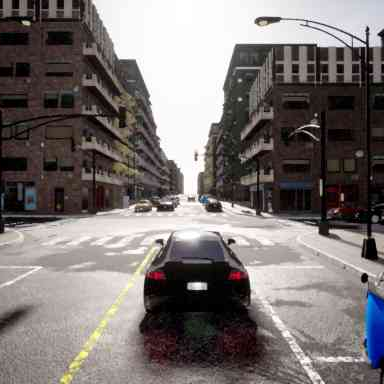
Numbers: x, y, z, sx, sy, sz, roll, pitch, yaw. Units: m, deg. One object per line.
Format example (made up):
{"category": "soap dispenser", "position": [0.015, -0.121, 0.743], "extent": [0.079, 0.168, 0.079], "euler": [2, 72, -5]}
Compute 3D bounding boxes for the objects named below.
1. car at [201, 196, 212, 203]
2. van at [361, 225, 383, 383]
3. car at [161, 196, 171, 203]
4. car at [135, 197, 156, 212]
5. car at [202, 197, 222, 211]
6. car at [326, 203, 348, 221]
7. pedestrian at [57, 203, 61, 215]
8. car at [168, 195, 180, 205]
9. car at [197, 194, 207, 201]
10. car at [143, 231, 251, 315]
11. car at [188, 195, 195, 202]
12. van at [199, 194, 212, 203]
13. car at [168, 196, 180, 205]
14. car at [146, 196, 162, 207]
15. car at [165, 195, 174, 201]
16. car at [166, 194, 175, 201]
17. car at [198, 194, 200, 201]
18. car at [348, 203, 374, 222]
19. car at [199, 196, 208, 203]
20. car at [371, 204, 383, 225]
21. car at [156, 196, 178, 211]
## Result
{"category": "car", "position": [2.626, 1.569, 45.628], "extent": [2.008, 1.369, 4.403], "euler": [1, 0, 0]}
{"category": "van", "position": [2.670, 1.342, 2.039], "extent": [1.690, 1.788, 3.998], "euler": [1, 0, 0]}
{"category": "car", "position": [-5.802, 1.577, 73.827], "extent": [1.887, 1.381, 4.507], "euler": [1, 0, 0]}
{"category": "car", "position": [-5.744, 1.541, 39.801], "extent": [1.752, 1.417, 4.829], "euler": [1, 0, 0]}
{"category": "car", "position": [2.635, 1.581, 39.986], "extent": [1.947, 1.339, 4.313], "euler": [1, 0, 0]}
{"category": "car", "position": [13.594, 1.609, 28.189], "extent": [4.097, 1.590, 1.967], "euler": [0, -1, 1]}
{"category": "pedestrian", "position": [-12.592, 1.598, 31.395], "extent": [0.500, 1.100, 0.500], "euler": [0, -1, 1]}
{"category": "car", "position": [-3.180, 1.497, 49.683], "extent": [1.882, 1.535, 5.008], "euler": [0, 0, 0]}
{"category": "car", "position": [2.563, 1.355, 85.126], "extent": [2.192, 1.841, 5.009], "euler": [1, 0, 0]}
{"category": "car", "position": [0.088, 1.566, 7.642], "extent": [1.994, 1.385, 4.181], "euler": [0, 0, 0]}
{"category": "car", "position": [-0.137, 1.562, 80.516], "extent": [2.128, 1.511, 4.902], "euler": [0, 0, 0]}
{"category": "van", "position": [2.610, 1.364, 56.913], "extent": [1.690, 1.788, 3.998], "euler": [1, 0, 0]}
{"category": "car", "position": [-3.171, 1.503, 60.059], "extent": [1.882, 1.535, 5.008], "euler": [0, 0, 0]}
{"category": "car", "position": [-5.762, 1.461, 51.257], "extent": [1.967, 1.590, 4.097], "euler": [1, 0, 0]}
{"category": "car", "position": [-5.821, 1.590, 85.112], "extent": [2.008, 1.369, 4.403], "euler": [1, 0, 0]}
{"category": "car", "position": [-5.829, 1.484, 90.755], "extent": [1.967, 1.590, 4.097], "euler": [1, 0, 0]}
{"category": "car", "position": [2.588, 1.555, 68.369], "extent": [1.752, 1.417, 4.829], "euler": [1, 0, 0]}
{"category": "car", "position": [15.065, 1.635, 25.581], "extent": [4.892, 1.490, 1.837], "euler": [0, -1, 0]}
{"category": "car", "position": [2.577, 1.615, 73.841], "extent": [1.802, 1.307, 4.206], "euler": [1, 0, 0]}
{"category": "car", "position": [13.505, 1.584, 19.808], "extent": [4.313, 1.339, 1.947], "euler": [0, -1, 1]}
{"category": "car", "position": [-3.168, 1.579, 40.966], "extent": [1.994, 1.385, 4.181], "euler": [0, 0, 0]}
